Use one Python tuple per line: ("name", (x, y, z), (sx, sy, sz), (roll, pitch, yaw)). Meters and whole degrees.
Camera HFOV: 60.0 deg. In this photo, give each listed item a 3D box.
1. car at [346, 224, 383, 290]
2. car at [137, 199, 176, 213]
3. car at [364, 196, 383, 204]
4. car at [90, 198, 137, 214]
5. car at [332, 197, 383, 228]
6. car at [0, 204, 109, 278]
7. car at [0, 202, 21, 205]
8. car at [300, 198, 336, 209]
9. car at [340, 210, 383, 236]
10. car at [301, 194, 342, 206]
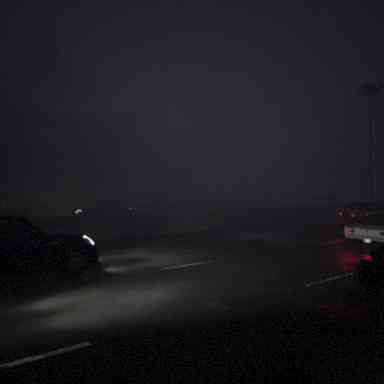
("car", (5.800, 1.564, 7.884), (4.181, 1.385, 1.994), (0, 0, -35))
("car", (-4.089, 1.480, 35.471), (5.008, 1.535, 1.882), (0, 0, -35))
("car", (35.036, 1.543, 63.097), (5.357, 1.411, 2.033), (0, 0, -34))
("car", (-6.842, 1.354, 24.906), (4.553, 1.767, 2.097), (0, 0, -35))
("car", (10.872, 1.353, 20.100), (4.553, 1.767, 2.097), (0, 0, -36))
("car", (-4.870, 1.353, 8.871), (4.553, 1.767, 2.097), (0, 0, -36))
("car", (-14.036, 1.493, 24.074), (4.902, 1.511, 2.128), (0, 0, -36))
("car", (17.723, 1.550, 46.711), (5.357, 1.411, 2.033), (0, 0, -35))
("car", (8.612, 1.602, 14.191), (4.718, 1.301, 1.895), (0, 0, -36))
("car", (14.010, 1.225, 35.482), (5.566, 2.045, 2.150), (0, 0, -35))
